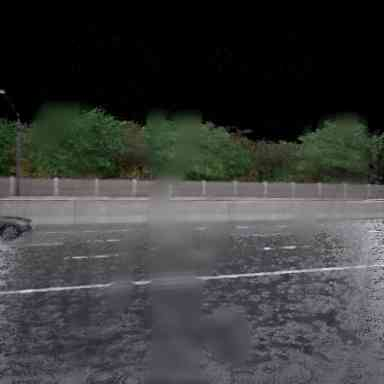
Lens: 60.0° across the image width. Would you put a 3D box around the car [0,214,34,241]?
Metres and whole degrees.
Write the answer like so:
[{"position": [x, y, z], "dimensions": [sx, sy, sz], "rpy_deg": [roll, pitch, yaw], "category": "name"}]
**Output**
[{"position": [-9.527, 1.352, 14.612], "dimensions": [4.674, 1.442, 1.812], "rpy_deg": [0, 0, -17], "category": "car"}]
